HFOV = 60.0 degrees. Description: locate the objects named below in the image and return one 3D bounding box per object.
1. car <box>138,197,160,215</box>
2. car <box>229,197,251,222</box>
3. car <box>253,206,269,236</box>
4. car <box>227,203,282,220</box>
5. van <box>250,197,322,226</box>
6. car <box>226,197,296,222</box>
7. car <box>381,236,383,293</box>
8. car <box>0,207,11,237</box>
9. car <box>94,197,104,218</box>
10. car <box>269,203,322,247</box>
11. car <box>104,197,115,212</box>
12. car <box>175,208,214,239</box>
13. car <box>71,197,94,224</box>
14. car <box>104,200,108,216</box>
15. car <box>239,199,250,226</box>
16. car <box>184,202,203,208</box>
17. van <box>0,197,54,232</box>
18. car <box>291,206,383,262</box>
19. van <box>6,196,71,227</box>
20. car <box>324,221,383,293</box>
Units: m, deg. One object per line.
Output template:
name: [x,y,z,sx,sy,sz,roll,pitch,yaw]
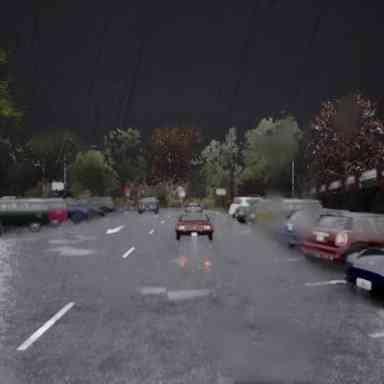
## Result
car: [-5.108,1.591,40.189,2.150,2.045,5.566,0,0,-2]
car: [5.962,1.478,26.044,5.566,2.045,2.435,1,0,-20]
car: [5.974,1.648,16.993,4.892,1.521,2.231,1,0,-20]
car: [6.006,1.815,32.125,4.792,1.488,2.163,1,-1,-20]
van: [6.082,1.451,20.062,4.442,1.987,1.878,1,-1,-20]
car: [6.007,1.506,29.104,5.566,2.045,2.435,1,-1,-20]
car: [5.981,1.283,4.920,5.566,2.045,2.435,1,-1,-20]
car: [-10.982,1.625,14.493,4.892,1.521,2.231,-1,0,-20]
car: [-10.941,1.508,29.298,5.566,2.045,2.435,-1,-1,-20]
car: [5.927,1.493,13.974,4.553,1.767,2.185,1,-1,-20]
car: [-10.979,1.562,35.182,5.566,2.045,2.435,-1,0,-20]
car: [0.124,1.773,18.315,1.895,1.301,4.718,0,-1,0]
car: [-10.947,1.481,26.339,5.566,2.045,2.435,-1,-1,-20]
car: [-10.942,1.815,32.262,4.792,1.488,2.163,-1,-1,-20]
car: [6.010,1.577,23.044,4.553,1.767,2.185,1,0,-20]
car: [0.122,1.824,35.970,2.128,1.511,4.902,0,-1,-1]
van: [-11.087,1.454,20.362,4.442,1.987,1.878,-1,0,-20]
car: [5.931,1.465,10.945,4.553,1.767,2.185,1,-1,-20]
van: [-11.082,1.481,23.321,4.442,1.987,1.878,-1,0,-20]
car: [5.924,1.592,7.919,4.792,1.488,2.163,1,0,-20]
